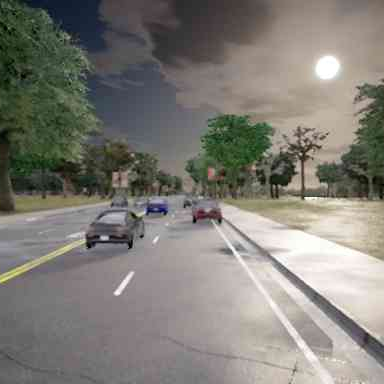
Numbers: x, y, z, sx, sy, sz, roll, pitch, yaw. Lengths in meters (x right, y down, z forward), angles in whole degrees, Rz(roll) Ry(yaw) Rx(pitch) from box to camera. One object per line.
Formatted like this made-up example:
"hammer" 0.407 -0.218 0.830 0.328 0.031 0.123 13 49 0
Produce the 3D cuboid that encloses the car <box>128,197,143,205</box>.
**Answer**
"car" -6.728 1.378 44.869 2.128 1.511 4.902 0 0 0

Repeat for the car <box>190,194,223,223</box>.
"car" 1.058 1.289 24.789 2.097 1.767 4.553 0 0 0

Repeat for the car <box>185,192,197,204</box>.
"car" -0.200 1.093 60.249 2.150 2.045 5.566 0 0 0

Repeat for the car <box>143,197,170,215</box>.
"car" -3.255 1.394 32.261 1.882 1.535 5.008 0 0 0

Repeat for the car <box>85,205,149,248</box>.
"car" -3.178 1.491 14.363 1.812 1.442 4.674 0 0 0

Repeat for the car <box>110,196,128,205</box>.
"car" -9.980 1.391 45.943 1.837 1.490 4.892 0 0 0

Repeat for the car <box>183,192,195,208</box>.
"car" -0.113 1.238 45.800 2.097 1.767 4.553 0 0 0
